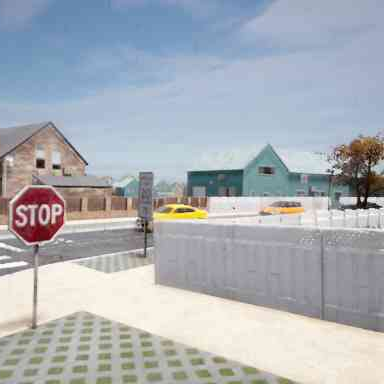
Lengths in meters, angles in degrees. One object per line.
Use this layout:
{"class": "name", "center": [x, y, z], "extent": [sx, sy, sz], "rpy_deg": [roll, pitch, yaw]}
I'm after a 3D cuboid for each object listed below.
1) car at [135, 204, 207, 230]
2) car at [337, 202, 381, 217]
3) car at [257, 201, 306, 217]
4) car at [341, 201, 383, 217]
{"class": "car", "center": [-1.189, 1.543, 20.525], "extent": [5.008, 1.535, 1.882], "rpy_deg": [1, 1, -44]}
{"class": "car", "center": [15.141, 1.867, 30.322], "extent": [4.892, 1.490, 1.837], "rpy_deg": [1, 1, -35]}
{"class": "car", "center": [7.677, 1.548, 28.421], "extent": [4.553, 1.767, 2.097], "rpy_deg": [1, 2, -38]}
{"class": "car", "center": [18.519, 1.818, 35.945], "extent": [4.892, 1.490, 1.837], "rpy_deg": [1, 2, -31]}
